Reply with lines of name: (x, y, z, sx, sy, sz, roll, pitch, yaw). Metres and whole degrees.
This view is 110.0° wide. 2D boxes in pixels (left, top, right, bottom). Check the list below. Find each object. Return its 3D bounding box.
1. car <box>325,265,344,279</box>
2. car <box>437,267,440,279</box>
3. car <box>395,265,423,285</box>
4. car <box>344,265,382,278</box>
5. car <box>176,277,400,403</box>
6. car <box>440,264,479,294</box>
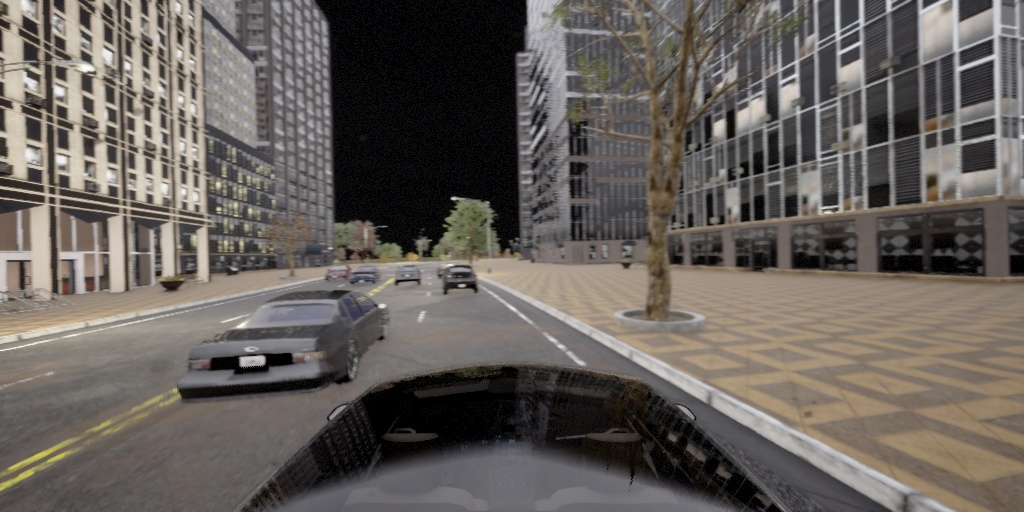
car: (-16.255, 1.583, 34.051, 1.812, 1.442, 4.674, -1, 0, -13)
car: (-6.134, 1.402, 34.316, 1.895, 1.301, 4.718, -1, 0, -13)
car: (-7.762, 1.411, 27.060, 2.033, 1.411, 5.357, -1, 0, -13)
car: (-11.785, 1.506, 29.181, 2.033, 1.411, 5.357, -1, 0, -13)
car: (-3.700, 1.372, 6.996, 2.033, 1.411, 5.357, -1, 0, -10)
car: (-3.021, 1.269, 20.523, 1.837, 1.490, 4.892, -1, 0, -12)
